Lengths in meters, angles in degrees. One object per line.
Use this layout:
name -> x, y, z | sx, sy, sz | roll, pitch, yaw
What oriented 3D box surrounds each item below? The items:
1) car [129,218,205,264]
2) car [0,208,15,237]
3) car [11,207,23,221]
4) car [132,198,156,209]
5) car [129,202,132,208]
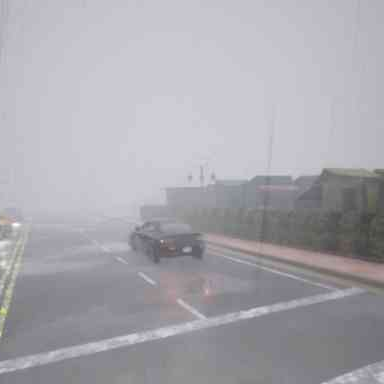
car -> -1.079, 1.717, 12.742 | 1.812, 1.442, 4.674 | -1, -1, -24
car -> -12.960, 2.087, 21.710 | 1.882, 1.535, 5.008 | -1, -1, -25
car -> -20.011, 2.477, 37.002 | 2.128, 1.511, 4.902 | -1, -1, -25
car -> -8.795, 2.191, 63.396 | 3.866, 1.878, 1.905 | -1, -1, -27
car -> -10.035, 2.253, 66.011 | 4.605, 1.855, 1.932 | -1, -1, -27
